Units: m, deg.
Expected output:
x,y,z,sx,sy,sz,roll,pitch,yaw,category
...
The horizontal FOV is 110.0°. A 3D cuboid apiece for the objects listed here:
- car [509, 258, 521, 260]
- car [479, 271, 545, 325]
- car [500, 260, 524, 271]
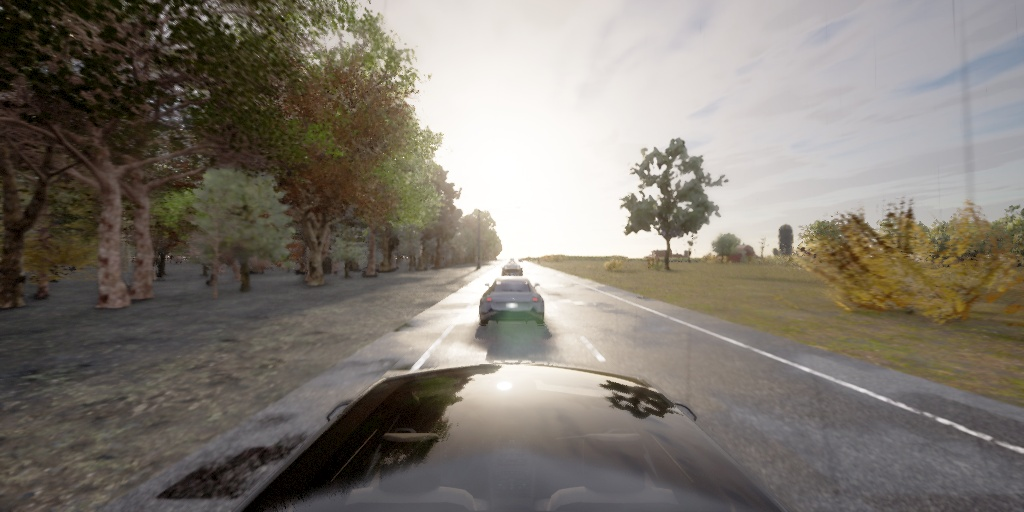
x,y,z,sx,sy,sz,roll,pitch,yaw,category
0.013,1.560,63.536,2.128,1.511,4.902,0,0,0,car
0.002,1.372,12.055,1.994,1.385,4.181,0,0,0,car
0.006,1.390,31.734,1.882,1.535,5.008,0,-1,0,car
